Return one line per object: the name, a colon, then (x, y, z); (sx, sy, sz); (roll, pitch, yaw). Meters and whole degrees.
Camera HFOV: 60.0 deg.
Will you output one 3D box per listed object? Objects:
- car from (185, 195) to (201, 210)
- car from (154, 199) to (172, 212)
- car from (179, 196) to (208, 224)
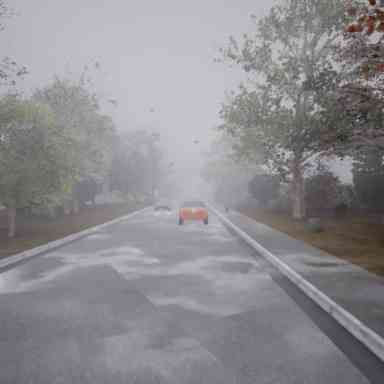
car: (0.123, 1.349, 43.437); (2.097, 1.767, 4.553); (0, 0, 0)
car: (-3.321, 1.558, 39.418); (2.033, 1.411, 5.357); (0, 0, 0)
car: (0.113, 1.408, 25.740); (2.097, 1.767, 4.553); (0, 0, 0)
